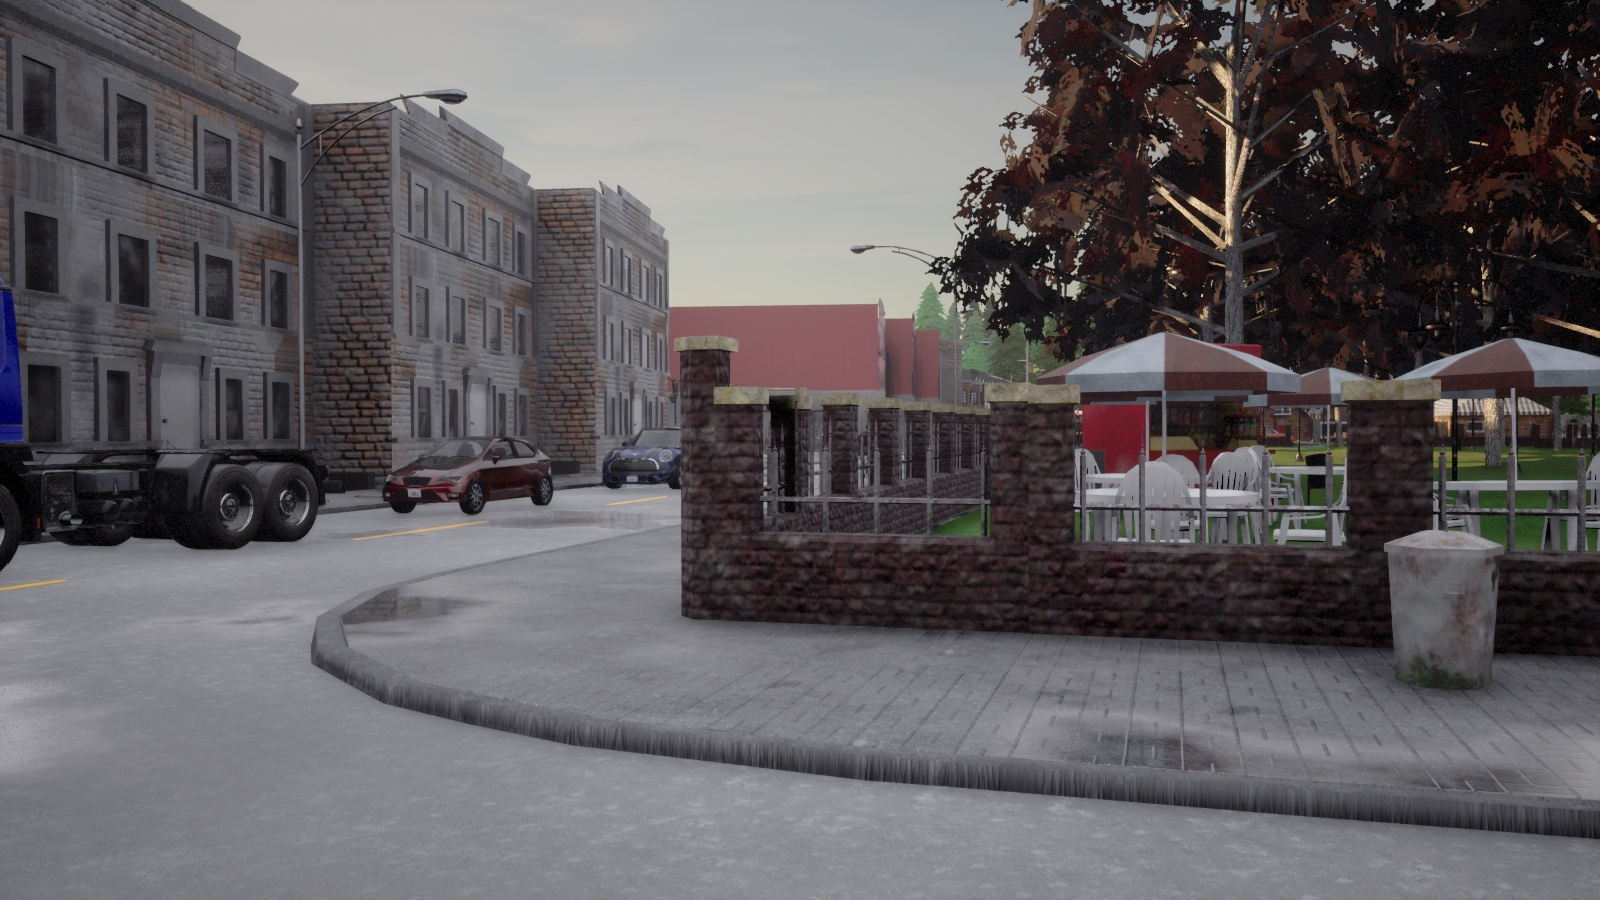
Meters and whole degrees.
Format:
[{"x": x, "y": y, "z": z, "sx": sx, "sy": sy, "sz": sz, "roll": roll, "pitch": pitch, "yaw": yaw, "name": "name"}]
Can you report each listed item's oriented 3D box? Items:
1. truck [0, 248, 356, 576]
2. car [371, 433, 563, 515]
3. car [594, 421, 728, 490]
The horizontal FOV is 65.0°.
[{"x": -9.261, "y": -0.442, "z": 15.699, "sx": 2.891, "sy": 3.462, "sz": 7.936, "roll": 0, "pitch": 1, "yaw": 16, "name": "truck"}, {"x": -6.526, "y": 0.413, "z": 25.123, "sx": 1.816, "sy": 1.474, "sz": 4.193, "roll": 0, "pitch": 1, "yaw": 16, "name": "car"}, {"x": -3.740, "y": 0.117, "z": 34.689, "sx": 2.097, "sy": 1.767, "sz": 4.553, "roll": 0, "pitch": 1, "yaw": 16, "name": "car"}]
